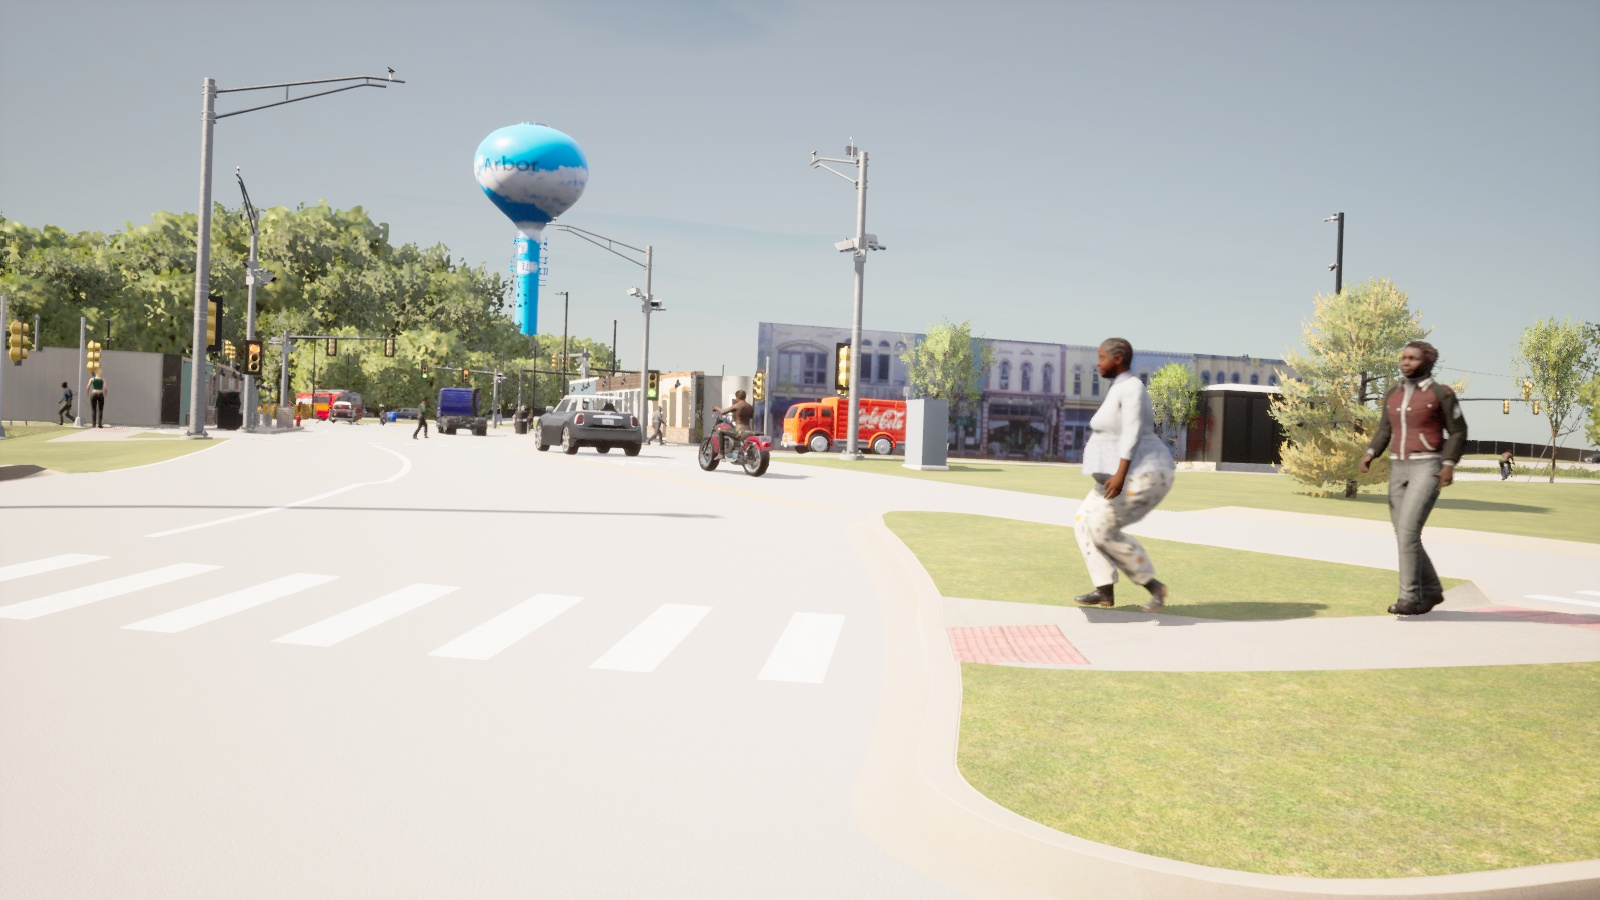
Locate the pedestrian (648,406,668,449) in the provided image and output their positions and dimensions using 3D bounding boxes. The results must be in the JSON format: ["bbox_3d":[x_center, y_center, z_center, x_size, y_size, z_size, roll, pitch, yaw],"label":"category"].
[{"bbox_3d":[-6.304,-0.988,55.624,0.694,1.848,0.540,1,0,-31],"label":"pedestrian"}]

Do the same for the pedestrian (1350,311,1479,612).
[{"bbox_3d":[4.092,0.079,8.363,0.666,1.930,0.402,1,0,-22],"label":"pedestrian"}]

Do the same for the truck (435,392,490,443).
[{"bbox_3d":[-24.221,-2.283,89.751,2.891,3.462,7.936,1,1,-21],"label":"truck"}]

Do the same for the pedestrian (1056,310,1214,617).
[{"bbox_3d":[2.130,0.074,8.115,0.900,1.855,0.874,1,0,11],"label":"pedestrian"}]

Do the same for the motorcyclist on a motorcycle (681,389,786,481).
[{"bbox_3d":[-1.289,-0.311,23.781,0.766,1.649,2.350,1,2,-36],"label":"motorcyclist on a motorcycle"}]

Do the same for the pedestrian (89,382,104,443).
[{"bbox_3d":[-21.444,-1.131,38.285,0.345,1.836,0.594,1,0,-28],"label":"pedestrian"}]

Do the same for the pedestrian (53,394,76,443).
[{"bbox_3d":[-28.173,-1.210,48.130,0.726,1.835,0.370,1,0,-28],"label":"pedestrian"}]

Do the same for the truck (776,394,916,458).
[{"bbox_3d":[1.894,-0.973,52.325,5.204,2.467,2.627,1,0,-17],"label":"truck"}]

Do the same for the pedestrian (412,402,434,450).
[{"bbox_3d":[-15.561,-1.001,51.837,0.788,1.949,0.423,1,0,-22],"label":"pedestrian"}]

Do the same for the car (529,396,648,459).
[{"bbox_3d":[-5.413,-0.564,31.786,1.970,1.475,3.806,1,1,-26],"label":"car"}]
